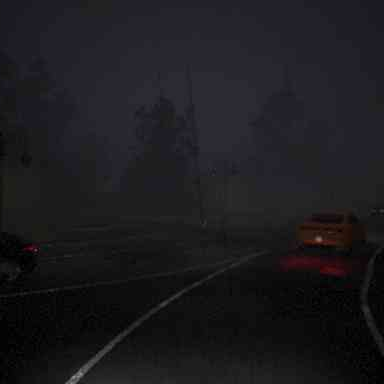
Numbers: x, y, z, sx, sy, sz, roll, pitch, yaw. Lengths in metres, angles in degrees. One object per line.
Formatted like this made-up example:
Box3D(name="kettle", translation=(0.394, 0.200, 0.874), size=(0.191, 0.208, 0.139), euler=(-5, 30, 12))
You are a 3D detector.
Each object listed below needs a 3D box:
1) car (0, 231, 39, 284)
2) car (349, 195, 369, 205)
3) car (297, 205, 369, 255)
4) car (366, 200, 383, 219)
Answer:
Box3D(name="car", translation=(-6.139, 1.581, 8.327), size=(4.181, 1.385, 1.994), euler=(0, 0, -26))
Box3D(name="car", translation=(19.954, 1.185, 39.524), size=(1.837, 1.490, 4.892), euler=(0, 0, 36))
Box3D(name="car", translation=(5.829, 1.502, 13.637), size=(1.882, 1.535, 5.008), euler=(0, 0, 35))
Box3D(name="car", translation=(17.104, 1.599, 29.391), size=(2.033, 1.411, 5.357), euler=(0, 0, 36))
